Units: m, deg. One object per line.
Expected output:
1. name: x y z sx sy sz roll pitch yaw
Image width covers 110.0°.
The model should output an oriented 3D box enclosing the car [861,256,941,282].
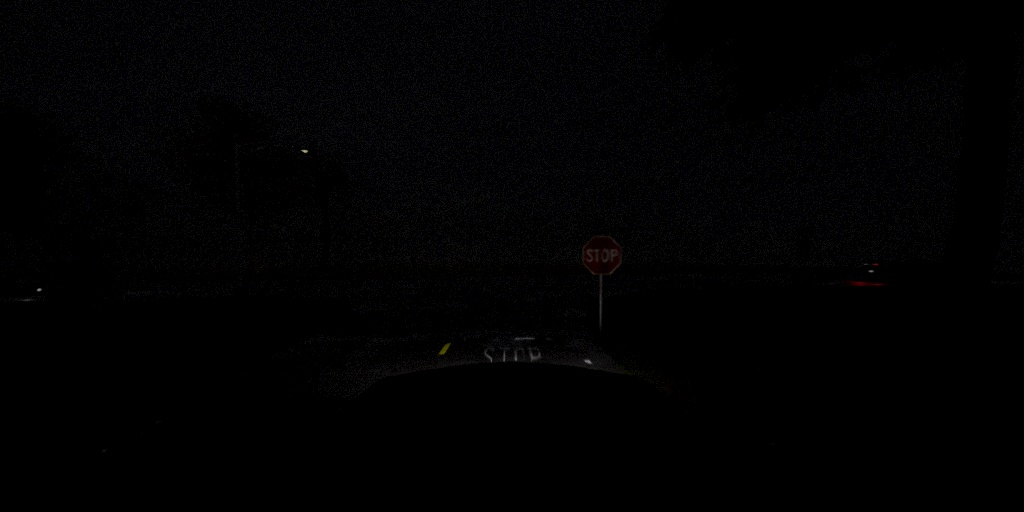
1. car: 24.019 0.741 21.567 4.902 1.511 2.128 0 1 0

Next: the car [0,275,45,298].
1. car: -30.556 1.792 21.502 4.718 1.301 1.895 -2 1 0
